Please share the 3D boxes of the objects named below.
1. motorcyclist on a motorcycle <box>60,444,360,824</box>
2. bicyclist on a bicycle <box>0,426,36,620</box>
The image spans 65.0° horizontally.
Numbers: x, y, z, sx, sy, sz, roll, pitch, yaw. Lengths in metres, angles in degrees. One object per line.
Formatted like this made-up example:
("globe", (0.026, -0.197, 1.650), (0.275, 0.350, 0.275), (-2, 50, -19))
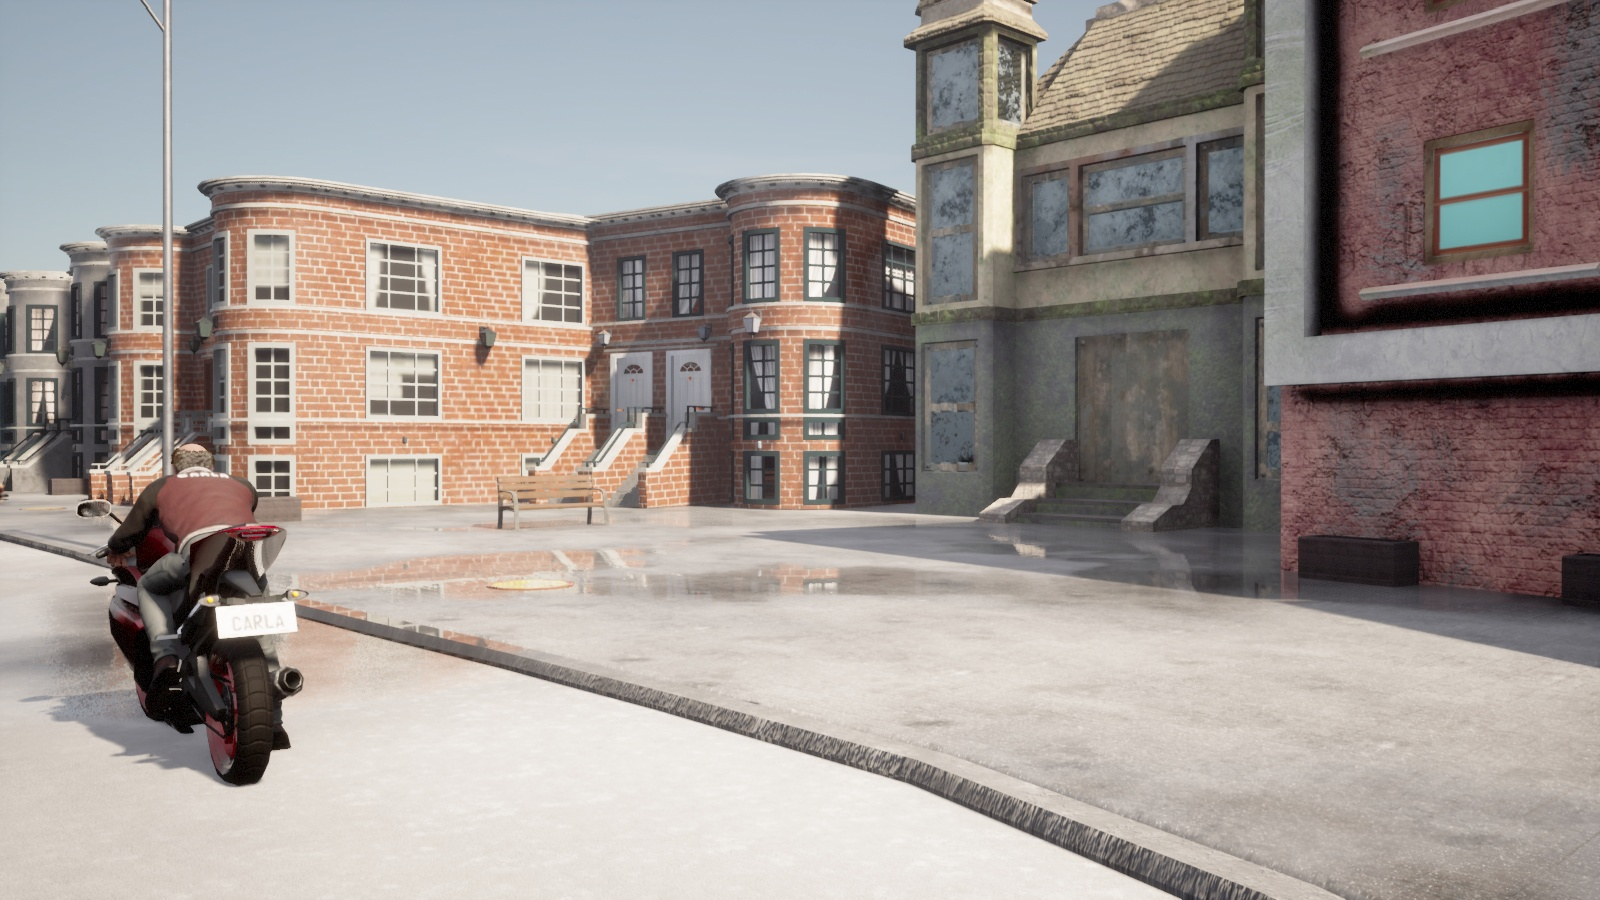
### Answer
("motorcyclist on a motorcycle", (-2.992, 0.741, 6.213), (0.866, 1.530, 2.191), (0, 0, -38))
("bicyclist on a bicycle", (-7.294, 0.609, 10.863), (0.866, 1.612, 1.509), (0, 0, -43))
